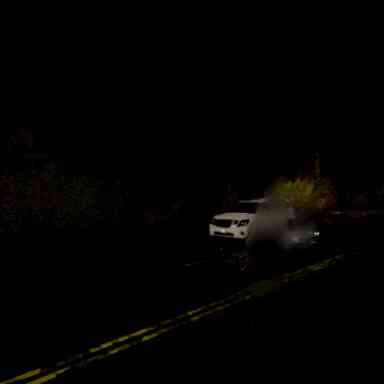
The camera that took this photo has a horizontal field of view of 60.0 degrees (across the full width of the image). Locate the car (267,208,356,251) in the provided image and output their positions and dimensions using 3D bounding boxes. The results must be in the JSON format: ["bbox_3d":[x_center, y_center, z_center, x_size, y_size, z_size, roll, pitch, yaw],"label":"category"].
[{"bbox_3d":[5.673,1.595,14.690,2.128,1.511,4.902,-1,-1,44],"label":"car"}]

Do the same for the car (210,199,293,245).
[{"bbox_3d":[3.283,1.376,16.900,2.150,2.045,5.566,-1,-1,44],"label":"car"}]
